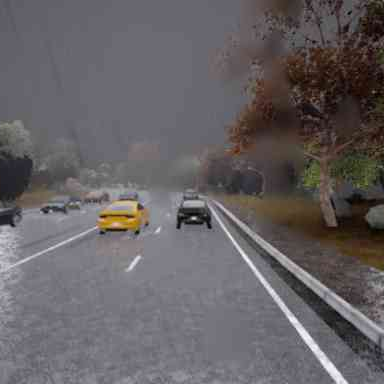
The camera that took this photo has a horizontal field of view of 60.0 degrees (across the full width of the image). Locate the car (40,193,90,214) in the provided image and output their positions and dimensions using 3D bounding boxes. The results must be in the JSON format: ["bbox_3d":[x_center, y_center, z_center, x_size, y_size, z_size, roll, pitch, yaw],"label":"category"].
[{"bbox_3d":[-10.501,0.939,27.395,2.033,1.411,5.357,0,2,0],"label":"car"}]

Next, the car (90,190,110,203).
[{"bbox_3d":[-10.560,0.522,37.295,1.882,1.535,5.008,0,2,-1],"label":"car"}]

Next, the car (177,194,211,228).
[{"bbox_3d":[0.112,1.135,19.696,1.882,1.535,5.008,0,2,0],"label":"car"}]

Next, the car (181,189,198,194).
[{"bbox_3d":[-0.259,0.388,42.017,2.128,1.511,4.902,0,2,-3],"label":"car"}]

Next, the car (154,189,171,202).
[{"bbox_3d":[-3.718,0.420,41.221,1.837,1.490,4.892,0,2,-3],"label":"car"}]

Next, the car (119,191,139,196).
[{"bbox_3d":[-7.064,0.584,37.552,2.033,1.411,5.357,0,2,-1],"label":"car"}]

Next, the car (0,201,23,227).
[{"bbox_3d":[-10.541,1.234,16.914,2.128,1.511,4.902,0,2,1],"label":"car"}]

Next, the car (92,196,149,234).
[{"bbox_3d":[-3.400,1.209,17.294,1.882,1.535,5.008,0,2,0],"label":"car"}]
